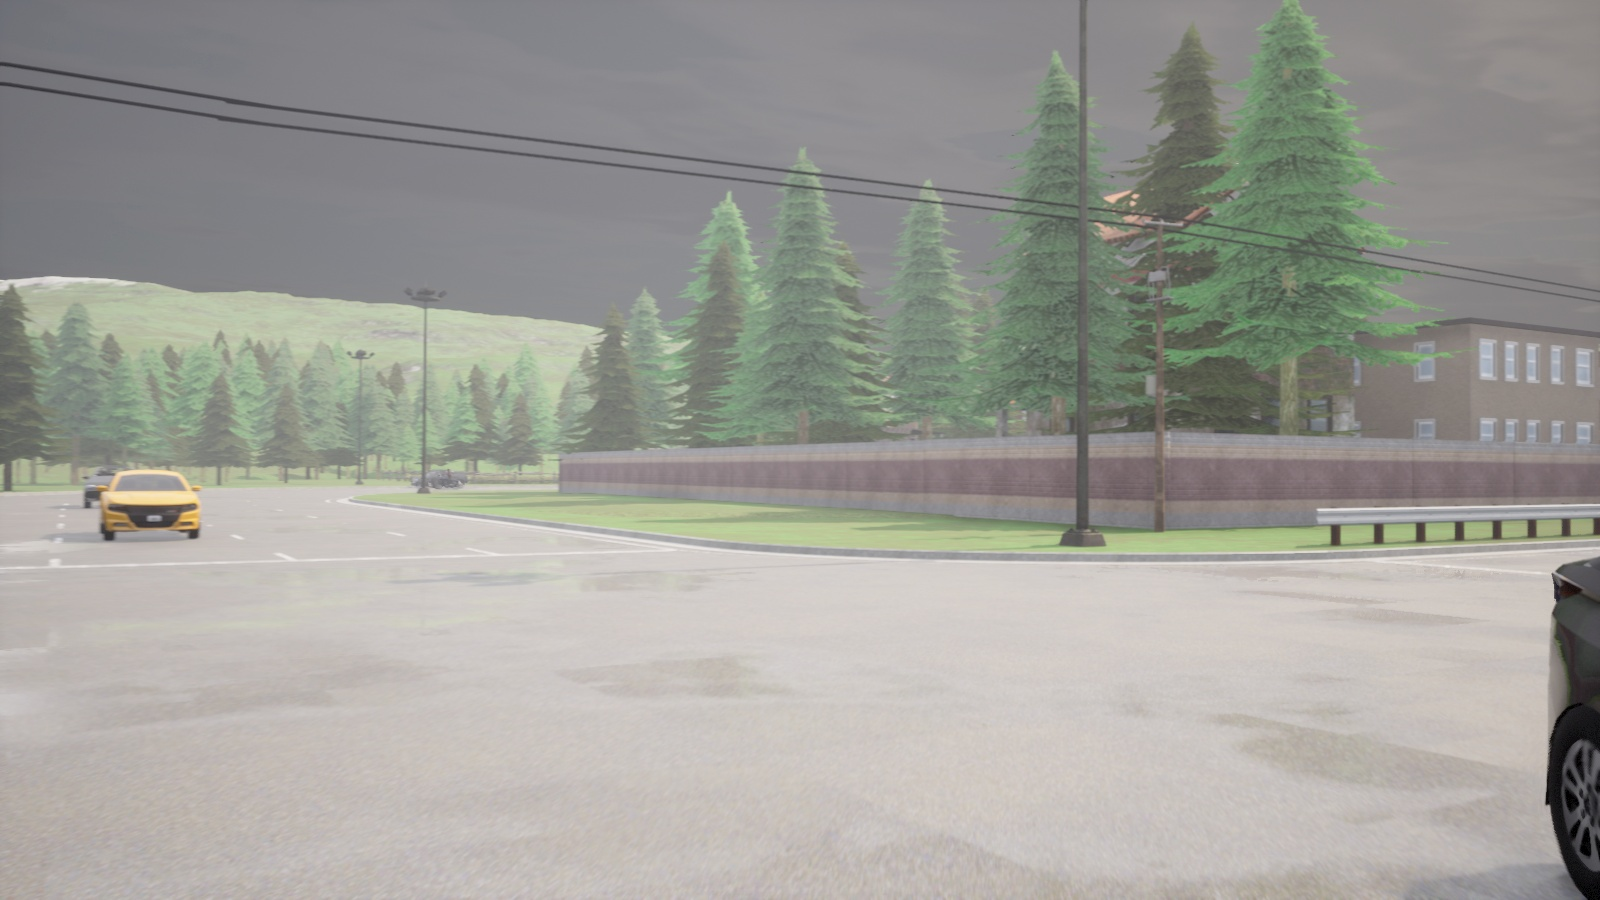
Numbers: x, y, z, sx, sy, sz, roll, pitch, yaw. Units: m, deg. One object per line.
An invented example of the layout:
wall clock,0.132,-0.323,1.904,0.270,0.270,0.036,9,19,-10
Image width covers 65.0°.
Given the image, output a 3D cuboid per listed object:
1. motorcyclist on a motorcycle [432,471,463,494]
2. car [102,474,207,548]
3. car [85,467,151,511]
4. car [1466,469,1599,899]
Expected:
motorcyclist on a motorcycle,-26.427,2.420,94.209,0.766,1.649,2.350,0,-1,34
car,-14.832,1.317,28.710,1.882,1.535,5.008,0,-1,-30
car,-26.906,1.500,49.485,2.152,1.651,5.027,0,-1,-29
car,3.496,0.802,3.015,2.007,1.525,4.514,0,-1,9
